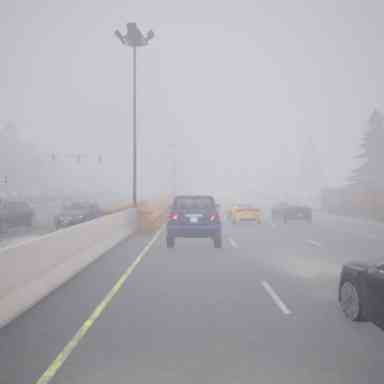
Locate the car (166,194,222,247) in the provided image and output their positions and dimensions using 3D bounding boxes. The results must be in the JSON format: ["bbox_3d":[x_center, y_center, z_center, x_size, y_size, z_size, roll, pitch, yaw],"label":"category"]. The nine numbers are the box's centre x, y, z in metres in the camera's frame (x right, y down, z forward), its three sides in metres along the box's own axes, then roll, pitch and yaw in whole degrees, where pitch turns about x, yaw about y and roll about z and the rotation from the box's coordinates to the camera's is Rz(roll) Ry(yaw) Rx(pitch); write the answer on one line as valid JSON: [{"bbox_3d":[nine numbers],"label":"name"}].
[{"bbox_3d":[0.098,1.136,14.644,2.150,2.045,5.566,0,-1,1],"label":"car"}]

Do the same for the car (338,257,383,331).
[{"bbox_3d":[3.600,1.468,4.220,2.128,1.511,4.902,0,0,0],"label":"car"}]

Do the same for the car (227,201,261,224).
[{"bbox_3d":[3.605,1.356,23.670,1.882,1.535,5.008,0,0,0],"label":"car"}]

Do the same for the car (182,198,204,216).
[{"bbox_3d":[0.106,1.344,30.878,1.837,1.490,4.892,0,0,0],"label":"car"}]

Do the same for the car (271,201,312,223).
[{"bbox_3d":[7.105,1.354,24.197,1.882,1.535,5.008,0,0,0],"label":"car"}]
